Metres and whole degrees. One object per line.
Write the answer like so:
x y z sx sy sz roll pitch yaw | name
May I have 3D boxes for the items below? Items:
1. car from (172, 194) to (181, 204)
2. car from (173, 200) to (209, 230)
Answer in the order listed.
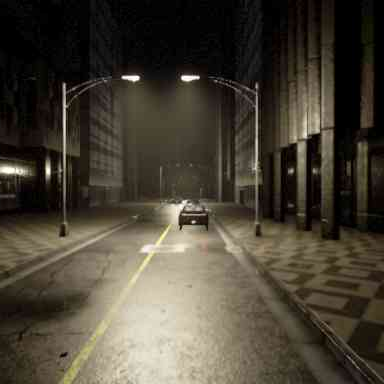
-2.999 1.722 68.360 1.837 1.490 4.892 0 0 0 | car
0.099 1.546 21.847 2.128 1.511 4.902 0 0 0 | car
